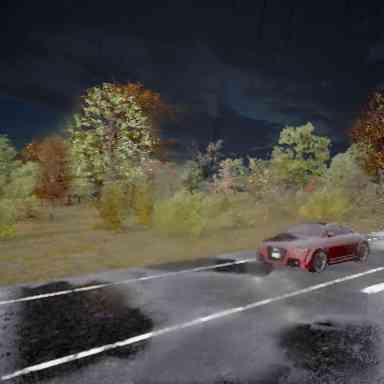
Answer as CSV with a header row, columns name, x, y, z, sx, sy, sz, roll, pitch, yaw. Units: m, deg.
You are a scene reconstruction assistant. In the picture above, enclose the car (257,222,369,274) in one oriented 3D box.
name,x,y,z,sx,sy,sz,roll,pitch,yaw
car,4.141,1.720,11.224,4.181,1.385,1.994,0,-1,-36
